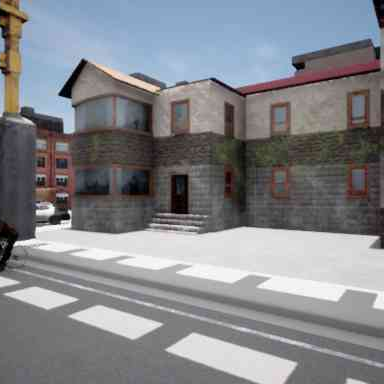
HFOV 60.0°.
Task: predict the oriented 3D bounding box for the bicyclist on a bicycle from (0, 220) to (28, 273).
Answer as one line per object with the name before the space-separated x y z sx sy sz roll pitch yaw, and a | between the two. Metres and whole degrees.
bicyclist on a bicycle | -5.349 1.418 9.202 0.582 1.620 1.656 0 0 35

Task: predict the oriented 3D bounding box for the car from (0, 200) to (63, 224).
car | -12.076 1.437 25.492 2.038 1.542 4.974 0 0 5

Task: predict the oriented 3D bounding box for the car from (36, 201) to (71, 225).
car | -10.700 1.281 22.028 4.536 1.218 1.853 0 0 -25

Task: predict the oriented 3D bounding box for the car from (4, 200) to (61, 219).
car | -12.072 1.279 25.544 1.853 1.218 4.536 0 0 5
